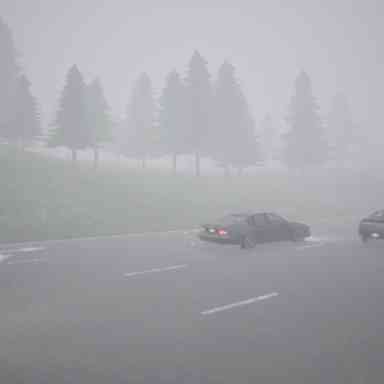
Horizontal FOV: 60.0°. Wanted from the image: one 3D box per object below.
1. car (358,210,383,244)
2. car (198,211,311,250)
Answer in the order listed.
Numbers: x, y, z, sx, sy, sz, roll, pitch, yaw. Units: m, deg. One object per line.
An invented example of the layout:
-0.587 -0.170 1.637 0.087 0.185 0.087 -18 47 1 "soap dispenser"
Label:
9.253 1.496 14.630 4.902 1.511 2.128 0 0 -35 "car"
2.805 1.550 14.338 5.357 1.411 2.033 0 0 -35 "car"
